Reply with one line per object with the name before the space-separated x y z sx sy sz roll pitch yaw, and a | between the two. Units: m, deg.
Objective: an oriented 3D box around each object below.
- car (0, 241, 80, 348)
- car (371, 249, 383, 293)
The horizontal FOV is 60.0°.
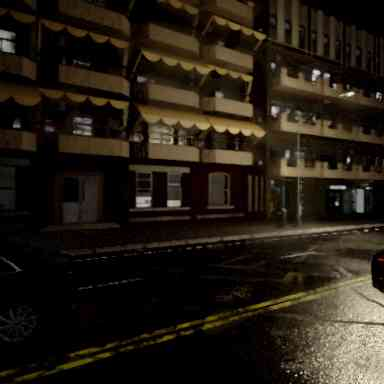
car | -4.153 1.478 4.682 4.892 1.490 1.837 1 0 -35
car | 6.030 1.572 7.610 4.892 1.490 1.837 1 0 -34
